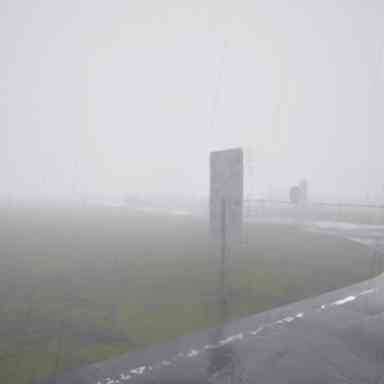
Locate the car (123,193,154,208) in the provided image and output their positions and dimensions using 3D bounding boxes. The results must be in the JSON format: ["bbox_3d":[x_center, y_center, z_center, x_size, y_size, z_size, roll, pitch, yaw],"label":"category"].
[{"bbox_3d":[-6.101,0.916,37.625,1.882,1.535,5.008,1,1,-36],"label":"car"}]

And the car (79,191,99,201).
[{"bbox_3d":[-16.113,0.650,51.747,1.837,1.490,4.892,1,1,-36],"label":"car"}]
